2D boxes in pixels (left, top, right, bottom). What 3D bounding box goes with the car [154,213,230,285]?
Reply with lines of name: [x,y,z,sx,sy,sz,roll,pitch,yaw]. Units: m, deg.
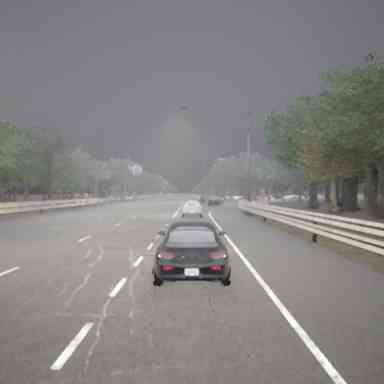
car: [0.000,1.551,9.404,1.812,1.442,4.674,0,0,0]

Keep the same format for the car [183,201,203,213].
car: [0.082,1.592,32.175,1.812,1.442,4.674,0,0,2]

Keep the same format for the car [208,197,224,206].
car: [4.213,1.596,56.988,1.882,1.535,5.008,0,0,18]
